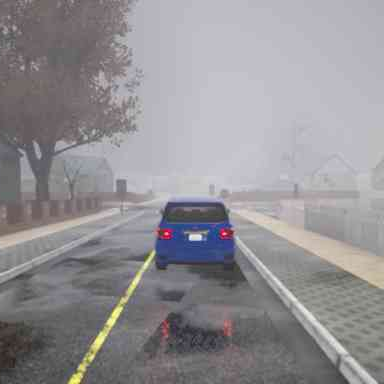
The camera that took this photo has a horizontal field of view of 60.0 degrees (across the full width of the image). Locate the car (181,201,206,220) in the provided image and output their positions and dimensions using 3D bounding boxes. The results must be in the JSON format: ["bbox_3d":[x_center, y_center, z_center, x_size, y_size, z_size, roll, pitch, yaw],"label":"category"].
[{"bbox_3d":[0.072,1.439,27.052,1.895,1.301,4.718,0,0,-1],"label":"car"}]

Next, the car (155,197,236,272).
[{"bbox_3d":[0.097,1.152,10.710,2.150,2.045,5.566,0,1,0],"label":"car"}]
